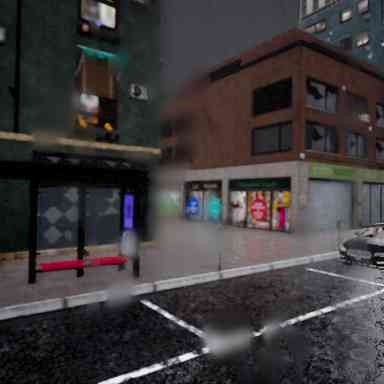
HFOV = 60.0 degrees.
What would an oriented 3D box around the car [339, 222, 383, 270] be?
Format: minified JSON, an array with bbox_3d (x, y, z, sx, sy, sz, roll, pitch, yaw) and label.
[{"bbox_3d":[6.530,1.674,10.765,4.403,1.369,2.008,1,0,-35],"label":"car"}]
